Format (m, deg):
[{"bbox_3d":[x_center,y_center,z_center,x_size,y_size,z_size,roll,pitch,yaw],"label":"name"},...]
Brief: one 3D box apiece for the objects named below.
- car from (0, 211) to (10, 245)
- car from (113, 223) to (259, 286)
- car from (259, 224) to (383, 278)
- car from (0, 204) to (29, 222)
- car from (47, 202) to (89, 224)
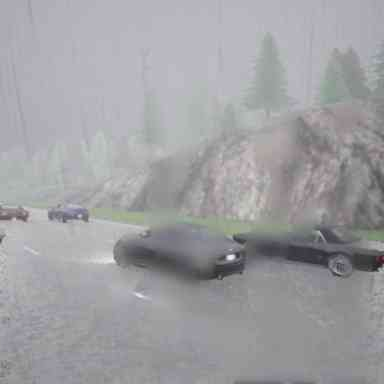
[{"bbox_3d":[-9.486,1.550,14.206,1.895,1.301,4.718,1,0,-41],"label":"car"},{"bbox_3d":[-0.470,1.582,9.637,4.181,1.385,1.994,0,0,44],"label":"car"},{"bbox_3d":[3.534,1.655,10.435,4.718,1.301,1.895,0,0,41],"label":"car"},{"bbox_3d":[-13.621,1.535,24.531,1.895,1.301,4.718,1,0,-40],"label":"car"},{"bbox_3d":[-9.224,1.498,24.742,1.812,1.442,4.674,1,0,-40],"label":"car"}]
